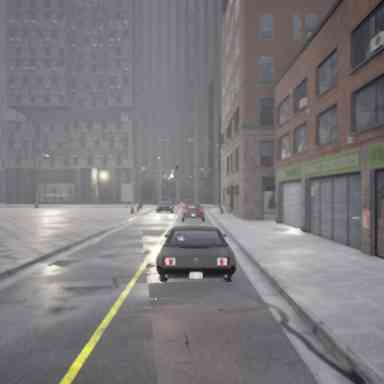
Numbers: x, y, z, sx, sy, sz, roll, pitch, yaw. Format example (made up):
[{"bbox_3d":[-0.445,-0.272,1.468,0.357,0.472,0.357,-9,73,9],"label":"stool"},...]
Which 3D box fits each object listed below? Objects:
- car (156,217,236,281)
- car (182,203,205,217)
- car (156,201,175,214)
[{"bbox_3d":[0.097,1.643,9.898,1.895,1.301,4.718,0,0,0],"label":"car"},{"bbox_3d":[0.094,1.646,28.367,1.812,1.442,4.674,0,0,0],"label":"car"},{"bbox_3d":[-3.022,1.763,38.354,1.895,1.301,4.718,0,0,0],"label":"car"}]
